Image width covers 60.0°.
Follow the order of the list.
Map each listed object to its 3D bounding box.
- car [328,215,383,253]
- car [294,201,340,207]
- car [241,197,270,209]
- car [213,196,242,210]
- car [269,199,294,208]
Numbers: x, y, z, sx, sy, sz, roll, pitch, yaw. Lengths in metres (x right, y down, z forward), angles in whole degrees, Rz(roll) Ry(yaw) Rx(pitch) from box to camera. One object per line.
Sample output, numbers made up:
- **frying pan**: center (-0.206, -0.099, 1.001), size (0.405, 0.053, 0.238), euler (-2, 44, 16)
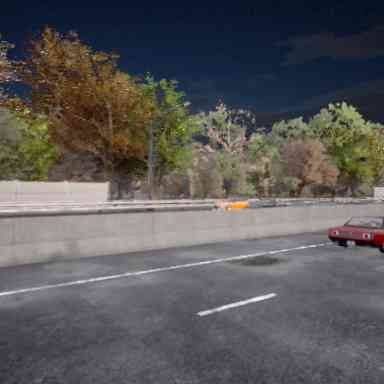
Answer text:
- **car**: center (7.746, 1.617, 13.693), size (4.718, 1.301, 1.895), euler (0, 0, -35)
- **car**: center (11.820, 1.579, 29.595), size (5.357, 1.411, 2.033), euler (0, 0, -35)
- **car**: center (7.853, 1.538, 35.358), size (4.892, 1.490, 1.837), euler (1, 0, -35)
- **car**: center (4.497, 1.382, 37.256), size (4.553, 1.767, 2.097), euler (0, 0, -35)
- **car**: center (9.990, 1.596, 32.584), size (4.181, 1.385, 1.994), euler (0, 0, -35)
